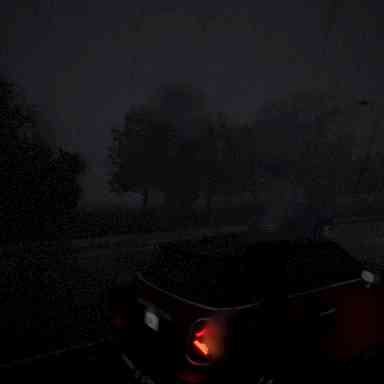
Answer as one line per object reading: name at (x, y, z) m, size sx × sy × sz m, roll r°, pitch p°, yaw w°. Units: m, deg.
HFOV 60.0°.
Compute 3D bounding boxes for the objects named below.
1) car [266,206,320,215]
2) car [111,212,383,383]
car at (4.770, 1.475, 15.982) m, size 5.008 × 1.535 × 1.882 m, roll 0°, pitch 0°, yaw -35°
car at (1.311, 1.351, 4.683) m, size 4.553 × 1.767 × 2.097 m, roll 0°, pitch 0°, yaw -35°
